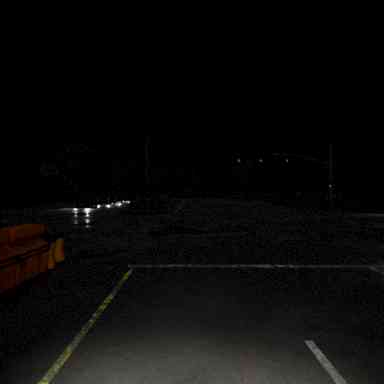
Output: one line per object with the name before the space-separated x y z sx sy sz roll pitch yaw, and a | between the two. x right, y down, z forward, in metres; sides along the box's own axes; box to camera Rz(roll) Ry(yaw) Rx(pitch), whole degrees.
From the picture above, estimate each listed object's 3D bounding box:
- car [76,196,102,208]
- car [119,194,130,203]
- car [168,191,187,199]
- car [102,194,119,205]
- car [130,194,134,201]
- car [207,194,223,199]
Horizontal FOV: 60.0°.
car | -14.047 1.336 44.639 1.837 1.490 4.892 0 0 0
car | -13.966 1.239 64.060 2.128 1.511 4.902 0 0 1
car | -4.170 0.833 95.211 2.150 2.045 5.566 0 0 -22
car | -14.023 1.140 54.670 2.097 1.767 4.553 0 0 0
car | -14.132 1.229 74.369 2.128 1.511 4.902 0 0 -3
car | 6.999 1.156 94.645 2.033 1.411 5.357 0 0 -18
